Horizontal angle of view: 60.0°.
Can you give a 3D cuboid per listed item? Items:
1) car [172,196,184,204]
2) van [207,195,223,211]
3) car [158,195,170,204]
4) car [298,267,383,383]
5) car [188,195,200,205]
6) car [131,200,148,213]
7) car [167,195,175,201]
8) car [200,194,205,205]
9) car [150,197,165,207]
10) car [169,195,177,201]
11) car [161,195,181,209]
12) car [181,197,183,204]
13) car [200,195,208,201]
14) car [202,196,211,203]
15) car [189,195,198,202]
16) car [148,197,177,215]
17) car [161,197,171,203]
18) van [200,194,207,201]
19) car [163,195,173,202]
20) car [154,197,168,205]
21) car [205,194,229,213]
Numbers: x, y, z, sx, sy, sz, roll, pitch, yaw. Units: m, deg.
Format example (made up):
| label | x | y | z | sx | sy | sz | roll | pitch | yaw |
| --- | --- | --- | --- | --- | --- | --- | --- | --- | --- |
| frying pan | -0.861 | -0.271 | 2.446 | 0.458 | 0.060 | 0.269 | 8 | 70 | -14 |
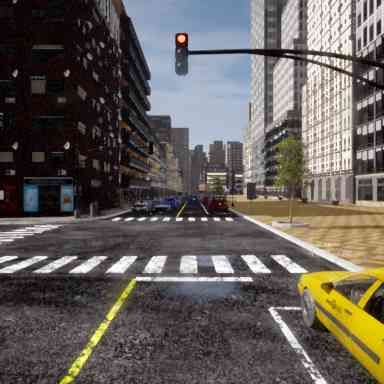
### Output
| label | x | y | z | sx | sy | sz | roll | pitch | yaw |
| --- | --- | --- | --- | --- | --- | --- | --- | --- | --- |
| car | -2.712 | 1.537 | 63.988 | 2.128 | 1.511 | 4.902 | 0 | 0 | 0 |
| van | 2.874 | 1.357 | 41.909 | 1.690 | 1.788 | 3.998 | 0 | 0 | 0 |
| car | -5.405 | 1.486 | 64.053 | 1.967 | 1.590 | 4.097 | 0 | 0 | 0 |
| car | 2.705 | 1.525 | 4.140 | 1.752 | 1.417 | 4.829 | 0 | 0 | 0 |
| car | 0.382 | 1.395 | 62.267 | 2.097 | 1.767 | 4.553 | 0 | 0 | 0 |
| car | -5.529 | 1.562 | 36.420 | 2.008 | 1.369 | 4.403 | 0 | 0 | 0 |
| car | -5.305 | 1.610 | 85.990 | 1.752 | 1.417 | 4.829 | 0 | 0 | 0 |
| car | 2.949 | 1.352 | 58.488 | 2.192 | 1.841 | 5.009 | 0 | 0 | 0 |
| car | -5.455 | 1.580 | 53.000 | 2.008 | 1.369 | 4.403 | 0 | 0 | 0 |
| car | -5.279 | 1.641 | 91.685 | 1.887 | 1.381 | 4.507 | 0 | 0 | 0 |
| car | -2.889 | 1.495 | 43.930 | 1.882 | 1.535 | 5.008 | 0 | 0 | 0 |
| car | -2.826 | 1.534 | 53.743 | 1.837 | 1.490 | 4.892 | 0 | 0 | 1 |
| car | 3.076 | 1.611 | 86.292 | 1.752 | 1.417 | 4.829 | 0 | 0 | 0 |
| car | 3.000 | 1.600 | 69.542 | 1.887 | 1.381 | 4.507 | 0 | 0 | 0 |
| car | 0.350 | 1.567 | 76.587 | 1.837 | 1.490 | 4.892 | 0 | 0 | 0 |
| car | -2.944 | 1.557 | 34.111 | 2.033 | 1.411 | 5.357 | 0 | 0 | 0 |
| car | -5.380 | 1.637 | 69.580 | 1.802 | 1.307 | 4.206 | 0 | 0 | 0 |
| van | 3.100 | 1.438 | 91.648 | 1.690 | 1.788 | 3.998 | 0 | 0 | 0 |
| car | -5.355 | 1.504 | 75.107 | 1.967 | 1.590 | 4.097 | 0 | 0 | 0 |
| car | -5.430 | 1.582 | 58.526 | 1.887 | 1.381 | 4.507 | 0 | 0 | 0 |
| car | 2.849 | 1.326 | 36.383 | 2.192 | 1.841 | 5.009 | 0 | 0 | 0 |
